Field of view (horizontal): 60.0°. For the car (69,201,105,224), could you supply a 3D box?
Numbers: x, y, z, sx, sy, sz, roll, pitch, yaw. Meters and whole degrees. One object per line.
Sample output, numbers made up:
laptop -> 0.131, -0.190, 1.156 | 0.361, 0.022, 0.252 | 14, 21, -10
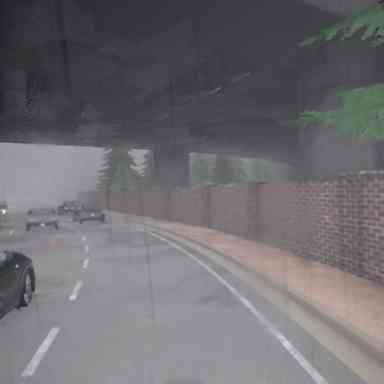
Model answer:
car -> -8.118, 1.656, 26.035 | 1.994, 1.385, 4.181 | -1, 0, -27

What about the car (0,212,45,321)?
car -> -4.066, 1.409, 5.048 | 2.097, 1.767, 4.553 | -1, 0, -9

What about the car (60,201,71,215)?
car -> -13.373, 1.709, 36.200 | 2.033, 1.411, 5.357 | -1, 0, -28

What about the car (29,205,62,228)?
car -> -10.187, 1.730, 22.495 | 1.895, 1.301, 4.718 | -1, 0, -26

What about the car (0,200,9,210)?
car -> -28.663, 1.945, 49.876 | 1.994, 1.385, 4.181 | -1, 0, -28
